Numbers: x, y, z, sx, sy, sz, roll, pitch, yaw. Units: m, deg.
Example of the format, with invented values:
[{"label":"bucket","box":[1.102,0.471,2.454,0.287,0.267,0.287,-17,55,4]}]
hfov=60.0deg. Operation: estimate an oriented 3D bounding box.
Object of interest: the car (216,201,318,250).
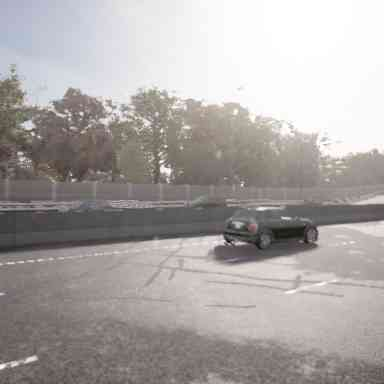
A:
[{"label":"car","box":[3.627,1.445,14.935,4.553,1.767,2.097,1,0,-36]}]

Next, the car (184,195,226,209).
[{"label":"car","box":[1.740,1.429,39.615,5.566,2.045,2.150,1,0,-35]}]

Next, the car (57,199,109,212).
[{"label":"car","box":[-8.848,1.422,27.775,4.553,1.767,2.097,0,0,-35]}]

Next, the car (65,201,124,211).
[{"label":"car","box":[-6.867,1.635,24.887,4.181,1.385,1.994,1,0,-35]}]

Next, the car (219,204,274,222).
[{"label":"car","box":[4.802,1.774,28.911,4.718,1.301,1.895,1,0,-35]}]
